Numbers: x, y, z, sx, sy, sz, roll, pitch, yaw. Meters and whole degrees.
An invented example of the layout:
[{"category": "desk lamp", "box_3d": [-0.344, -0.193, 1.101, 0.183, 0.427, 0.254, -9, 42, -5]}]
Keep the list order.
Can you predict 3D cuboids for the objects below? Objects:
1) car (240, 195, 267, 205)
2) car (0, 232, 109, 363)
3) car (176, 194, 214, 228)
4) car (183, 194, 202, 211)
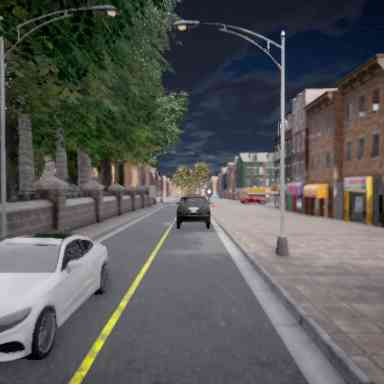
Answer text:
[{"category": "car", "box_3d": [11.763, 1.589, 63.867, 5.009, 1.841, 2.192, 1, 0, 0]}, {"category": "car", "box_3d": [-2.841, 1.527, 6.092, 1.812, 1.442, 4.674, 0, 0, 1]}, {"category": "car", "box_3d": [0.082, 1.230, 22.449, 2.150, 2.045, 5.566, 0, 0, 0]}, {"category": "car", "box_3d": [0.092, 1.250, 41.493, 2.150, 2.045, 5.566, 0, 0, 0]}]
